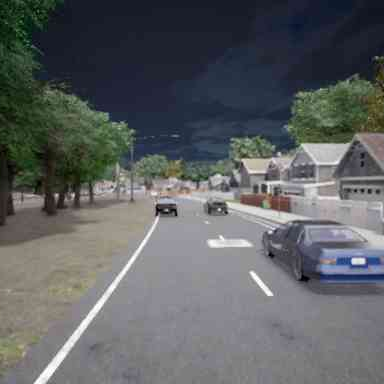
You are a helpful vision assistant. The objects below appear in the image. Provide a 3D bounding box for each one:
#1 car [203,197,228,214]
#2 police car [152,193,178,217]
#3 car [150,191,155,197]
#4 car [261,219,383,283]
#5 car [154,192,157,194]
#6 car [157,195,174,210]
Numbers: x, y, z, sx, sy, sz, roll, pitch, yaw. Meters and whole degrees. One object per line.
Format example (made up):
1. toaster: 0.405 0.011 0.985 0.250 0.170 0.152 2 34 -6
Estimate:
1. car: 2.179 1.275 31.582 1.837 1.490 4.892 0 1 -5
2. police car: -2.266 1.224 29.470 1.930 1.638 5.238 0 1 -5
3. car: -9.611 0.560 84.220 1.812 1.442 4.674 0 1 -13
4. car: 3.440 1.488 9.521 2.033 1.411 5.357 0 0 -2
5. car: -3.907 1.100 45.494 1.801 1.575 5.366 0 1 -7
6. car: -3.193 1.212 39.335 1.837 1.490 4.892 0 1 -6
